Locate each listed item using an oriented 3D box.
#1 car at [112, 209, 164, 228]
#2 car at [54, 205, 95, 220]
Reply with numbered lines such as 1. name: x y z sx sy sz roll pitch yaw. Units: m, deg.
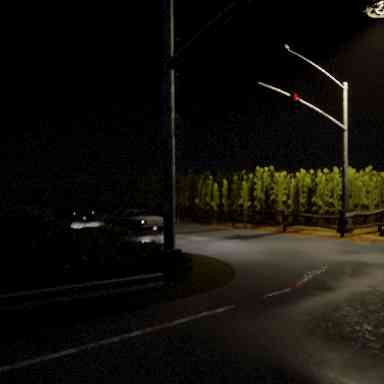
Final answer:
1. car: -3.389 1.659 19.636 1.895 1.301 4.718 0 0 -40
2. car: -9.649 1.706 27.224 1.895 1.301 4.718 0 0 -39
